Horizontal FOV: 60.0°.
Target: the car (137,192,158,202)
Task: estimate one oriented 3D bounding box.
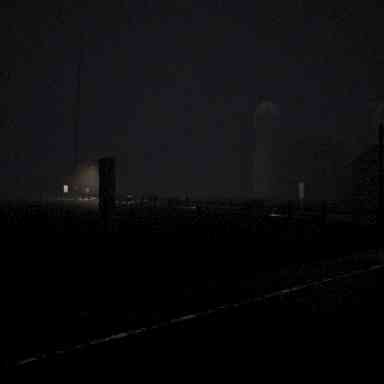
[{"bbox_3d":[-7.829,0.850,58.073,2.097,1.767,4.553,-1,1,-35],"label":"car"}]

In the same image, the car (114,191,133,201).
[{"bbox_3d":[-13.611,0.753,66.016,2.097,1.767,4.553,-1,1,-36],"label":"car"}]

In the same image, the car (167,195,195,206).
[{"bbox_3d":[-1.568,1.188,44.475,1.812,1.442,4.674,-1,1,-36],"label":"car"}]

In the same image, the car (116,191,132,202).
[{"bbox_3d":[-12.947,0.843,60.398,2.097,1.767,4.553,-1,1,-36],"label":"car"}]

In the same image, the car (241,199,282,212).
[{"bbox_3d":[6.772,1.360,32.914,1.994,1.385,4.181,-1,1,-36],"label":"car"}]
